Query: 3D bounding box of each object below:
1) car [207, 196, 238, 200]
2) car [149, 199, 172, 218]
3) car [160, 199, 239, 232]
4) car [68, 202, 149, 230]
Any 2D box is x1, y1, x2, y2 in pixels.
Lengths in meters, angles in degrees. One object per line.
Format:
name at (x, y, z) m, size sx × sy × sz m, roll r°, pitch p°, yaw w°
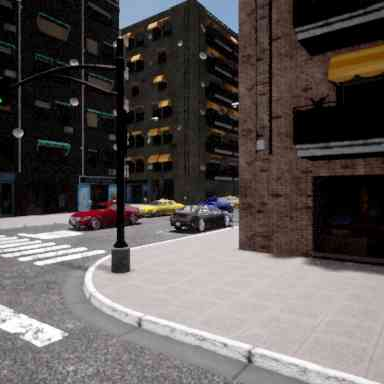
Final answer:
car at (1.924, 1.192, 29.360) m, size 1.812 × 1.442 × 4.674 m, roll 0°, pitch 1°, yaw 36°
car at (-2.576, 1.248, 27.359) m, size 1.752 × 1.417 × 4.829 m, roll 1°, pitch 1°, yaw 36°
car at (0.591, 1.330, 18.305) m, size 2.008 × 1.369 × 4.403 m, roll 1°, pitch 1°, yaw 36°
car at (-5.011, 1.339, 19.788) m, size 1.812 × 1.442 × 4.674 m, roll 0°, pitch 1°, yaw 36°
